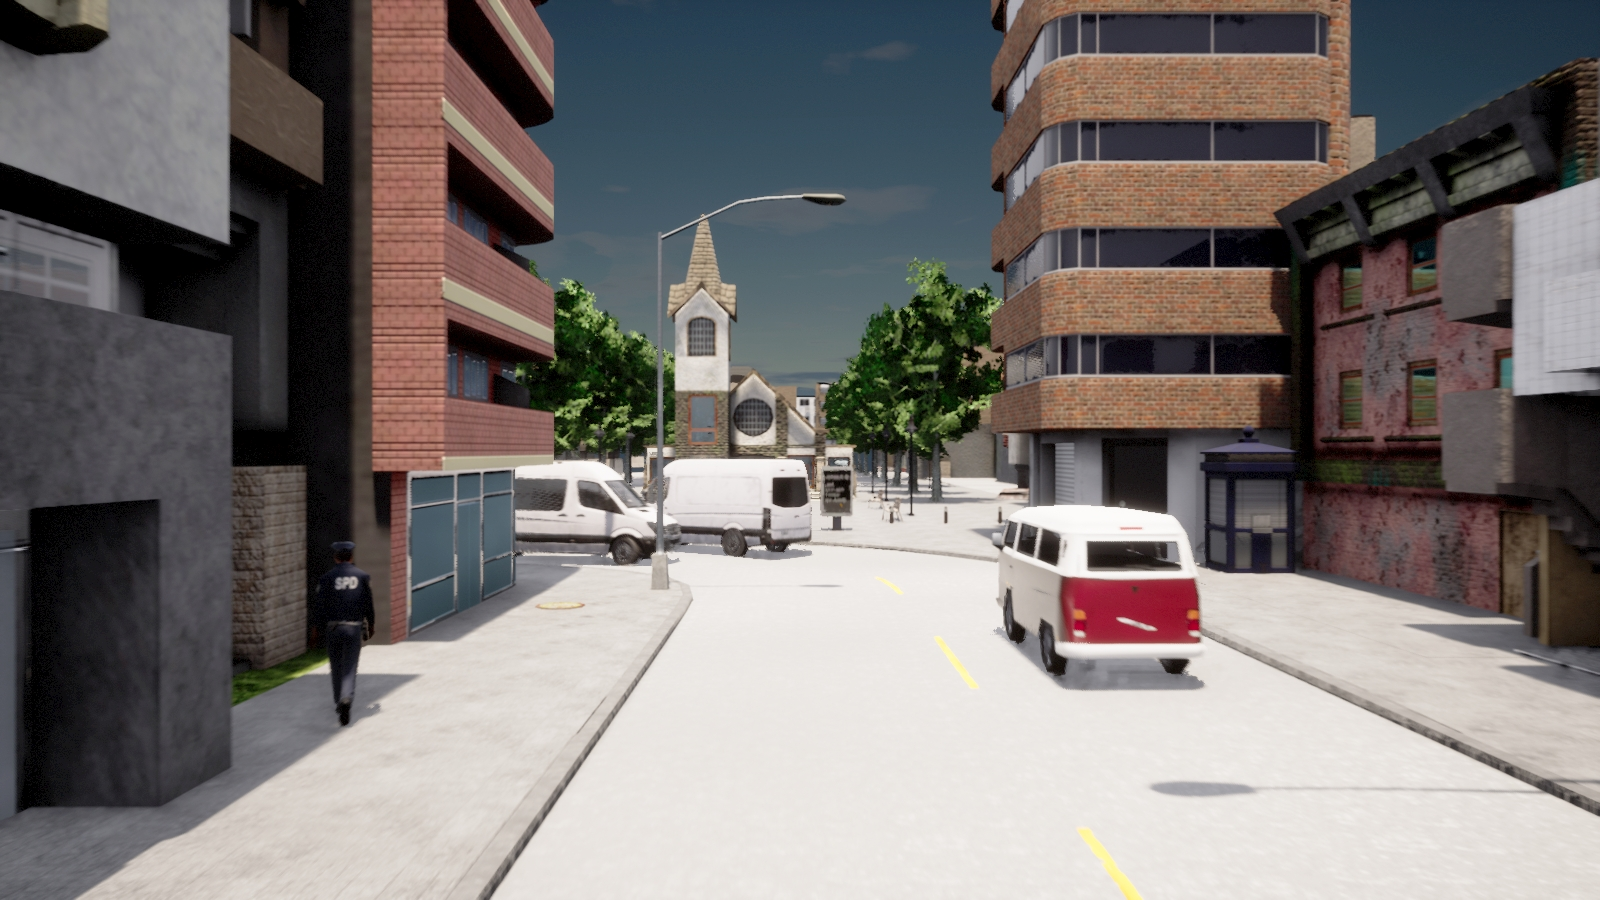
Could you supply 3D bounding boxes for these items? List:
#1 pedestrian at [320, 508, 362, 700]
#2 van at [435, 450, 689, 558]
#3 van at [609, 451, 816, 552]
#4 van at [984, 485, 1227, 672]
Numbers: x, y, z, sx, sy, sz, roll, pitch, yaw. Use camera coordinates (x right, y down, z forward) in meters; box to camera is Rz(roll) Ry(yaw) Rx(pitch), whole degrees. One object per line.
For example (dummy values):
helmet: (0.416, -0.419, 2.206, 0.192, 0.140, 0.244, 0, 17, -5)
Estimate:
pedestrian: (-4.603, 1.523, 11.467, 0.375, 1.860, 0.375, 0, 0, -20)
van: (-5.925, 1.315, 28.724, 5.915, 2.561, 1.988, 0, -1, 10)
van: (-2.515, 1.316, 31.676, 5.915, 2.561, 1.988, 0, -1, 38)
van: (3.914, 1.562, 15.530, 2.069, 2.038, 4.480, 0, 0, -1)
